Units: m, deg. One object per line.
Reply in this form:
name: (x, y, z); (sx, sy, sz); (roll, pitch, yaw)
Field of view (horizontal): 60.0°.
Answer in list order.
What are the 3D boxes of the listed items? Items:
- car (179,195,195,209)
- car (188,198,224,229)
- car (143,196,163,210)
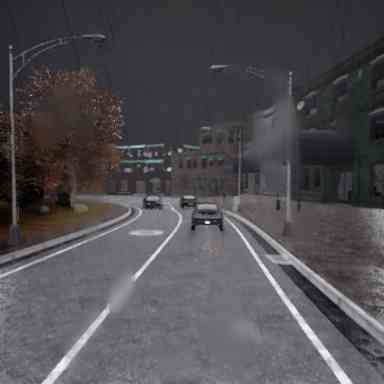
car: (-0.472, 1.096, 39.230); (1.882, 1.535, 5.008); (0, 1, -7)
car: (0.895, 1.393, 20.609); (1.837, 1.490, 4.892); (0, 1, 1)
car: (-4.437, 1.145, 37.375); (1.882, 1.535, 5.008); (0, 1, -13)
